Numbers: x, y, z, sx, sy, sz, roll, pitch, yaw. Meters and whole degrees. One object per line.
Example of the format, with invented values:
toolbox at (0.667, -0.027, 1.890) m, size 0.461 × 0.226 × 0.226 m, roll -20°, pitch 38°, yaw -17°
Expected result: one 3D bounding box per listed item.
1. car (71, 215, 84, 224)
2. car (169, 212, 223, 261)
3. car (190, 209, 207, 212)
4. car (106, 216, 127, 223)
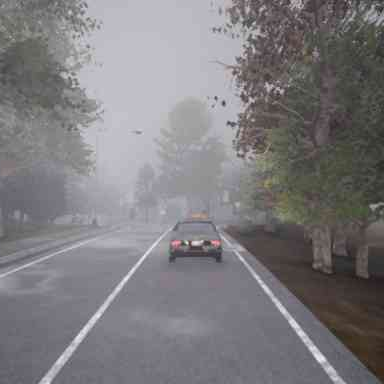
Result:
car at (-18.511, 4.487, 53.881) m, size 2.128 × 1.511 × 4.902 m, roll 1°, pitch -5°, yaw -16°
car at (0.106, 1.683, 12.725) m, size 2.033 × 1.411 × 5.357 m, roll 0°, pitch -1°, yaw 0°
car at (0.644, 2.342, 30.347) m, size 2.097 × 1.767 × 4.553 m, roll 0°, pitch -4°, yaw 5°
car at (-15.812, 5.842, 69.843) m, size 1.812 × 1.442 × 4.674 m, roll -4°, pitch -5°, yaw 40°
